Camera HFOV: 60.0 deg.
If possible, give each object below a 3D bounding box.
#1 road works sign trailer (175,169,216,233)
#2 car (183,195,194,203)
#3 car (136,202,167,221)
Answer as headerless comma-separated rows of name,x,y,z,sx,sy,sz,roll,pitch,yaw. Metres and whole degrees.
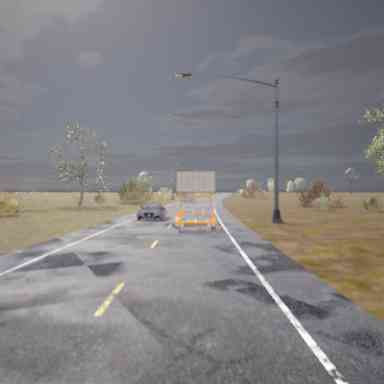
road works sign trailer,0.230,0.446,19.576,2.380,3.560,2.880,0,0,2
car,-0.734,1.426,67.925,2.128,1.511,4.902,0,0,5
car,-3.136,1.536,26.619,1.994,1.385,4.181,0,0,2
